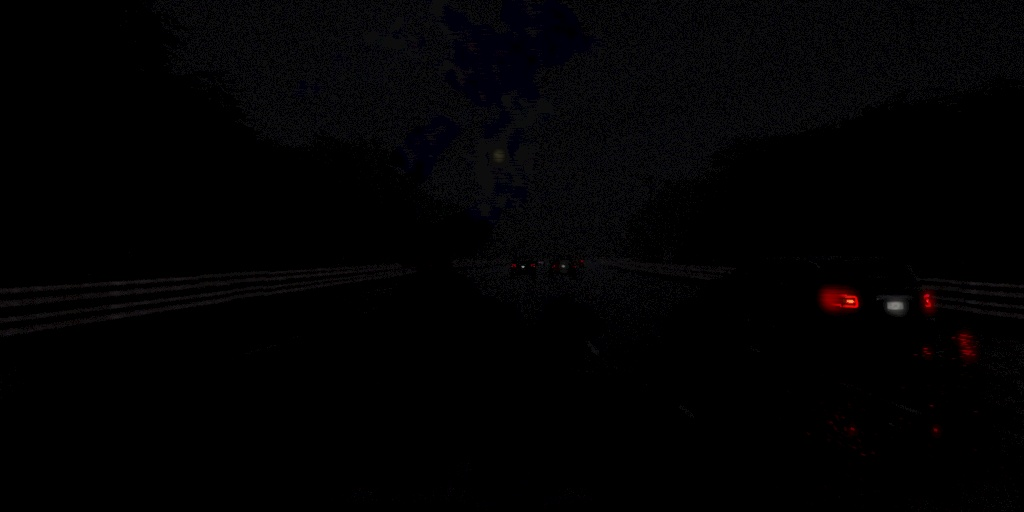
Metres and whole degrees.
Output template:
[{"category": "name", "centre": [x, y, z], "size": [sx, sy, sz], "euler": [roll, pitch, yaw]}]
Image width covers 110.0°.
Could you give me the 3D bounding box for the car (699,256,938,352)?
[{"category": "car", "centre": [7.113, 1.018, 9.274], "size": [2.150, 2.045, 5.566], "euler": [0, 0, 1]}]

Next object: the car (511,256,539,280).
[{"category": "car", "centre": [1.118, 0.994, 32.298], "size": [2.150, 2.045, 5.566], "euler": [0, 0, 4]}]

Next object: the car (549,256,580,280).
[{"category": "car", "centre": [4.583, 1.014, 32.521], "size": [2.150, 2.045, 5.566], "euler": [0, 0, 5]}]
